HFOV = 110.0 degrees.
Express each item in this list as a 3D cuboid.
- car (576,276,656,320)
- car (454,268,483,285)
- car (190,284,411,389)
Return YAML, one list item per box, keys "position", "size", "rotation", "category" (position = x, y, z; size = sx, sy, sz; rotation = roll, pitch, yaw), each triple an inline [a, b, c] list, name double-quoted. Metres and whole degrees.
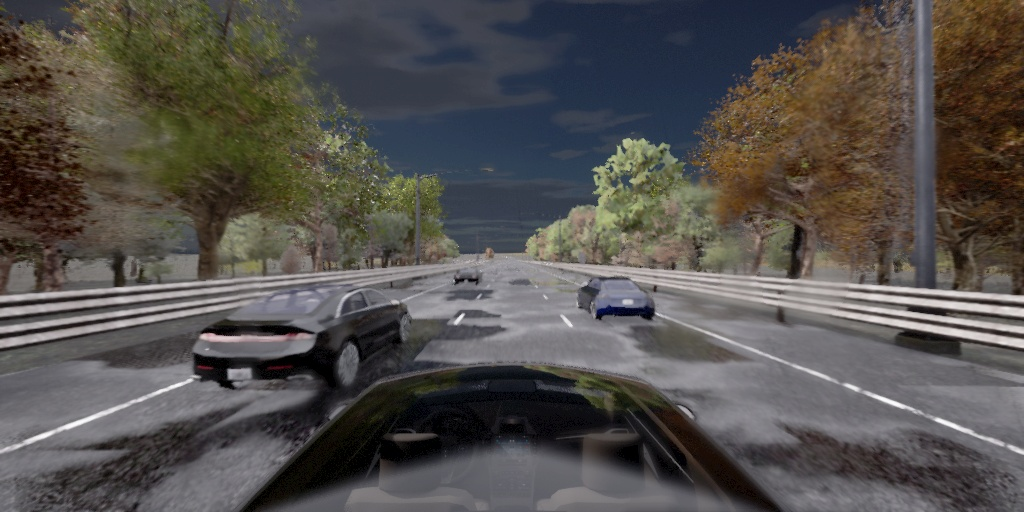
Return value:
- position: [3.600, 1.417, 13.136]
  size: [1.994, 1.385, 4.181]
  rotation: [0, -1, 0]
  category: "car"
- position: [-3.399, 1.598, 28.789]
  size: [1.895, 1.301, 4.718]
  rotation: [0, -1, 0]
  category: "car"
- position: [-3.400, 1.288, 6.909]
  size: [2.128, 1.511, 4.902]
  rotation: [0, -1, 0]
  category: "car"
